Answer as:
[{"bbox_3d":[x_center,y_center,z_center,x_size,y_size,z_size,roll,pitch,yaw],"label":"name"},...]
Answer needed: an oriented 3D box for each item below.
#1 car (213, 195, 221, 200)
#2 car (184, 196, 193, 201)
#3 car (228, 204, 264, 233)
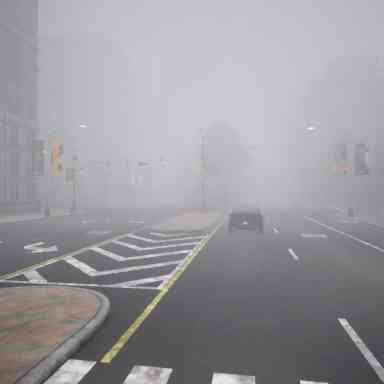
[{"bbox_3d":[7.027,1.478,92.156,1.882,1.535,5.008,0,0,9],"label":"car"},{"bbox_3d":[-0.923,1.595,85.445,1.895,1.301,4.718,0,0,9],"label":"car"},{"bbox_3d":[3.232,1.477,19.838,1.882,1.535,5.008,0,0,10],"label":"car"}]
